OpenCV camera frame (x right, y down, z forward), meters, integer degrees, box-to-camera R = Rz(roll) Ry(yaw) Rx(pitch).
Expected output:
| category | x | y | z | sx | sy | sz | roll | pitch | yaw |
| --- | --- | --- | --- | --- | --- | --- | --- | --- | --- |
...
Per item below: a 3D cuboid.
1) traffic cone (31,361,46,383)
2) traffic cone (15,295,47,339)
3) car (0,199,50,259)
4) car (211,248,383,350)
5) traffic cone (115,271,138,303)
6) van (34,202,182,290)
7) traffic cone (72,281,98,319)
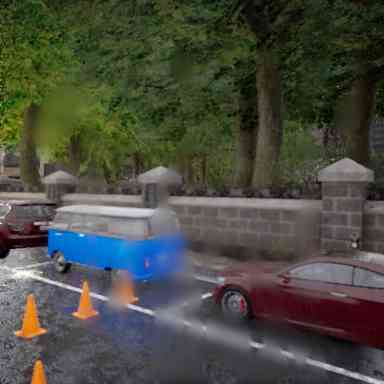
| category | x | y | z | sx | sy | sz | roll | pitch | yaw |
| --- | --- | --- | --- | --- | --- | --- | --- | --- | --- |
| traffic cone | -1.481 | 1.924 | 3.200 | 0.340 | 0.580 | 0.340 | 1 | 0 | 36 |
| traffic cone | -2.510 | 1.901 | 5.185 | 0.340 | 0.580 | 0.340 | 1 | 0 | 36 |
| car | -6.621 | 1.172 | 11.933 | 5.009 | 1.841 | 2.192 | 1 | 0 | 36 |
| car | 2.312 | 1.592 | 5.438 | 4.206 | 1.307 | 1.802 | 1 | 0 | 36 |
| traffic cone | -1.335 | 1.910 | 6.803 | 0.340 | 0.580 | 0.340 | 1 | 0 | 36 |
| van | -2.153 | 1.276 | 8.685 | 3.998 | 1.788 | 1.690 | 1 | 0 | 36 |
| traffic cone | -1.923 | 1.906 | 5.994 | 0.340 | 0.580 | 0.340 | 1 | 0 | 36 |
